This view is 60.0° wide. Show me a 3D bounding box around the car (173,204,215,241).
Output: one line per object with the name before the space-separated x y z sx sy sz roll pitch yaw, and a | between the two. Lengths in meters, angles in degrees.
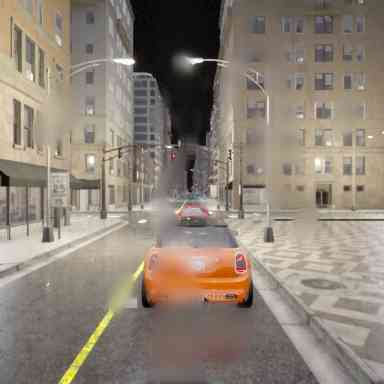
car | 0.094 1.477 17.691 1.882 1.535 5.008 0 0 0

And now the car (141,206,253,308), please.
car | 0.094 1.352 8.091 2.097 1.767 4.553 0 0 0
